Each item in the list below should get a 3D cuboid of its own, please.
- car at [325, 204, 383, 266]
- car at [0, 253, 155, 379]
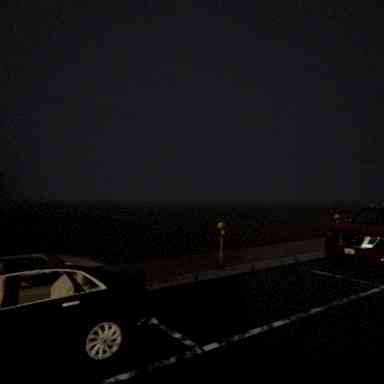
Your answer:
[{"bbox_3d":[6.405,1.325,10.655,5.009,1.841,2.192,0,1,-35],"label":"car"},{"bbox_3d":[-2.611,1.551,4.226,4.403,1.369,2.008,0,1,-35],"label":"car"}]
